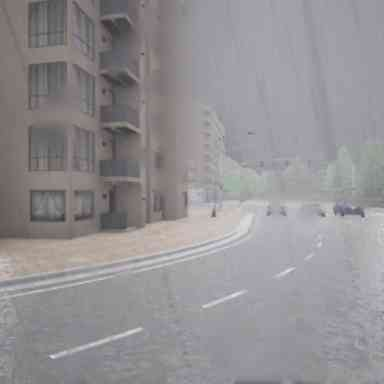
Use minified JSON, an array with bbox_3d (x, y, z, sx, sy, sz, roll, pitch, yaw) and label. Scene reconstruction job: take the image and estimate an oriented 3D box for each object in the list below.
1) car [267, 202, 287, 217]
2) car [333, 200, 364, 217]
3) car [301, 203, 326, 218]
[{"bbox_3d":[8.744,1.789,34.385,1.812,1.442,4.674,0,0,12],"label":"car"},{"bbox_3d":[15.759,1.573,33.633,2.097,1.767,4.553,0,0,13],"label":"car"},{"bbox_3d":[12.114,1.814,33.414,1.895,1.301,4.718,0,-1,12],"label":"car"}]
